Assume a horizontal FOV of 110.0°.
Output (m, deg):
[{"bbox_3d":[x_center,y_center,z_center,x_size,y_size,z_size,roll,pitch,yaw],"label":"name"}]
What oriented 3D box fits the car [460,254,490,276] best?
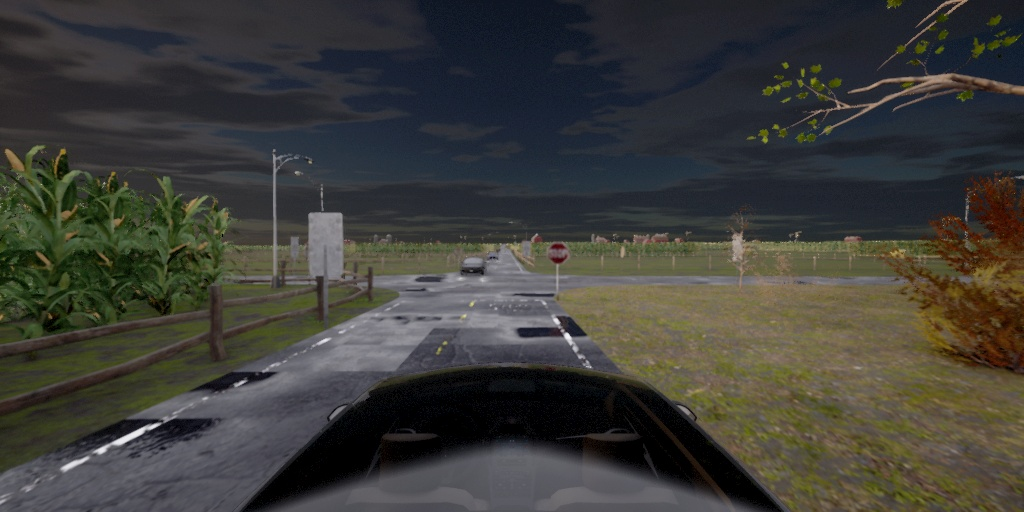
[{"bbox_3d":[-3.083,0.808,29.335,1.882,1.535,5.008,0,1,-1],"label":"car"}]
